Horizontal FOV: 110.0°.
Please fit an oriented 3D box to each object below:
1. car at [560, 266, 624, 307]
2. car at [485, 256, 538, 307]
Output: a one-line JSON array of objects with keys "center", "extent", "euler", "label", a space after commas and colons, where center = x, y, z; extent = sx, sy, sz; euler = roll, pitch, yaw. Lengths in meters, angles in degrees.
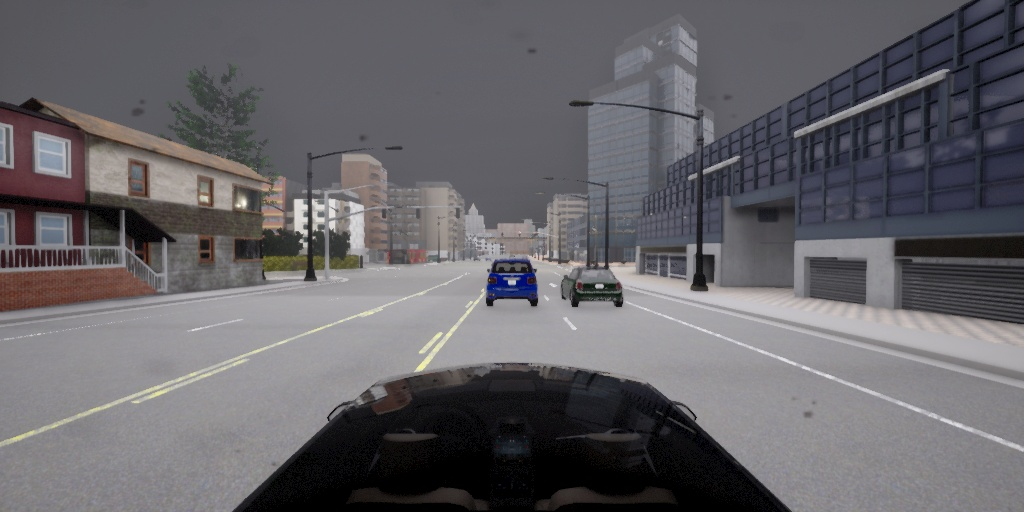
[{"center": [3.500, 1.256, 16.484], "extent": [2.097, 1.767, 4.553], "euler": [0, -1, 0], "label": "car"}, {"center": [0.000, 1.148, 16.543], "extent": [2.150, 2.045, 5.566], "euler": [0, -1, 0], "label": "car"}]
